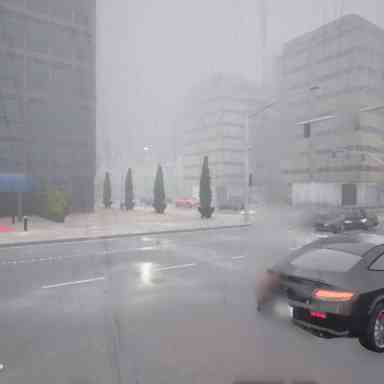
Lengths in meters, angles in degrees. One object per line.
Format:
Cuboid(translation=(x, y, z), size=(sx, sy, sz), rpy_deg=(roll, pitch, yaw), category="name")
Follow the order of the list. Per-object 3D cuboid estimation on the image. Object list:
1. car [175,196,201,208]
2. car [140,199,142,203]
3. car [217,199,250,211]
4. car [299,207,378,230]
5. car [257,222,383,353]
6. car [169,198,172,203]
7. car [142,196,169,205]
Cuboid(translation=(-0.467, 1.352, 47.548), size=(2.097, 1.767, 4.553), rpy_deg=(0, 0, -35), category="car")
Cuboid(translation=(-8.728, 1.564, 65.766), size=(1.994, 1.385, 4.181), rpy_deg=(0, 0, -35), category="car")
Cuboid(translation=(4.916, 1.564, 39.870), size=(1.994, 1.385, 4.181), rpy_deg=(0, 0, -35), category="car")
Cuboid(translation=(8.335, 1.547, 18.581), size=(5.357, 1.411, 2.033), rpy_deg=(0, 0, -36), category="car")
Cuboid(translation=(3.210, 1.526, 6.110), size=(4.674, 1.442, 1.812), rpy_deg=(0, 0, -35), category="car")
Cuboid(translation=(-5.978, 1.601, 67.936), size=(1.895, 1.301, 4.718), rpy_deg=(0, 0, -35), category="car")
Cuboid(translation=(-6.161, 1.564, 55.686), size=(1.994, 1.385, 4.181), rpy_deg=(0, 0, -35), category="car")
